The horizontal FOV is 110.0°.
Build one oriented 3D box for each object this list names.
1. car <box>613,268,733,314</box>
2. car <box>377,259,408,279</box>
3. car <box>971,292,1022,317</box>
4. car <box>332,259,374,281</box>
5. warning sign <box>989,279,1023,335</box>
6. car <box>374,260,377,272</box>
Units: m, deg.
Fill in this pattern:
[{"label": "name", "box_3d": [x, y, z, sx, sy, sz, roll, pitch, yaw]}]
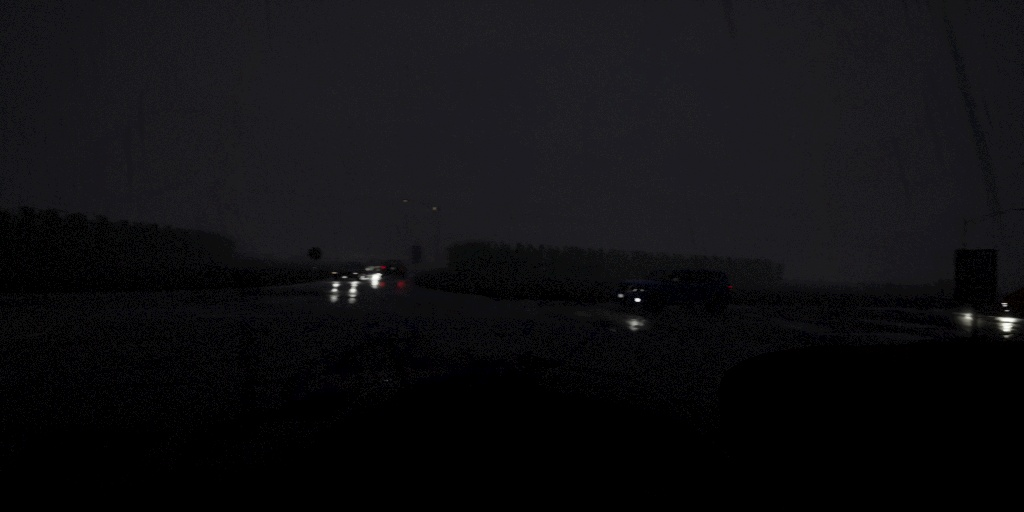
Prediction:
[{"label": "car", "box_3d": [7.575, 1.564, 16.858, 5.566, 2.045, 2.150, 3, -1, -15]}, {"label": "car", "box_3d": [-10.659, 1.080, 32.764, 2.097, 1.767, 4.553, 2, -1, -13]}, {"label": "car", "box_3d": [32.357, 3.047, 23.128, 5.008, 1.535, 1.882, 3, -1, -13]}, {"label": "car", "box_3d": [-12.547, 1.140, 28.220, 2.033, 1.411, 5.357, 2, -1, -13]}, {"label": "warning sign", "box_3d": [17.556, 1.831, 12.116, 1.060, 1.860, 1.300, 0, 0, -14]}, {"label": "car", "box_3d": [-15.101, 1.138, 39.769, 2.128, 1.511, 4.902, 2, -1, -10]}]
